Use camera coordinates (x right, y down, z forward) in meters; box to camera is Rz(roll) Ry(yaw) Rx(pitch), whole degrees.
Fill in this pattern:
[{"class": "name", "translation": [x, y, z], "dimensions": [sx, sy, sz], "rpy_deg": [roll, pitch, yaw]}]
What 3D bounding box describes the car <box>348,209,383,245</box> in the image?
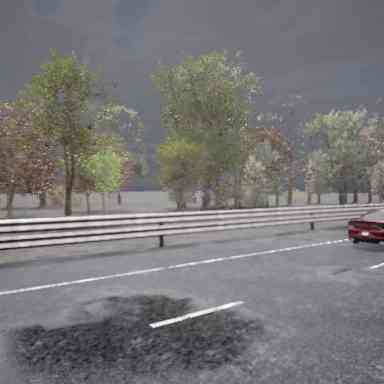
[{"class": "car", "translation": [8.714, 1.465, 14.311], "dimensions": [5.008, 1.535, 1.882], "rpy_deg": [0, 0, -36]}]
